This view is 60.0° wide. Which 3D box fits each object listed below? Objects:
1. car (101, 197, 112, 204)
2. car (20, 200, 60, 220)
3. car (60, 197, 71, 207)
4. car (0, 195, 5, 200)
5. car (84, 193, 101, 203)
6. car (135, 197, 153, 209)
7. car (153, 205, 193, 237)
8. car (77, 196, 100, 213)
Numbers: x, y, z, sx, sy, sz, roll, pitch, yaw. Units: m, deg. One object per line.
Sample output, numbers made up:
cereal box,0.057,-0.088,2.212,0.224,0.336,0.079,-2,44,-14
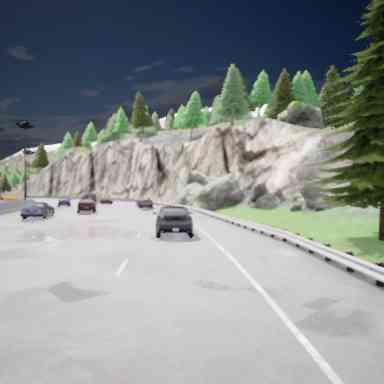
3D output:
car,-16.282,1.616,62.177,1.895,1.301,4.718,0,0,-25
car,-13.233,1.581,28.774,2.033,1.411,5.357,0,0,-12
car,-19.884,1.568,51.931,1.812,1.442,4.674,0,0,-19
car,-46.557,1.405,80.438,1.837,1.490,4.892,0,0,-33
car,-16.301,1.246,53.024,2.150,2.045,5.566,0,0,-20
car,-6.490,1.478,44.883,2.128,1.511,4.902,0,0,-16
car,-1.038,1.493,17.964,1.837,1.490,4.892,0,0,-6
car,-11.726,1.496,37.385,1.882,1.535,5.008,0,0,-14
